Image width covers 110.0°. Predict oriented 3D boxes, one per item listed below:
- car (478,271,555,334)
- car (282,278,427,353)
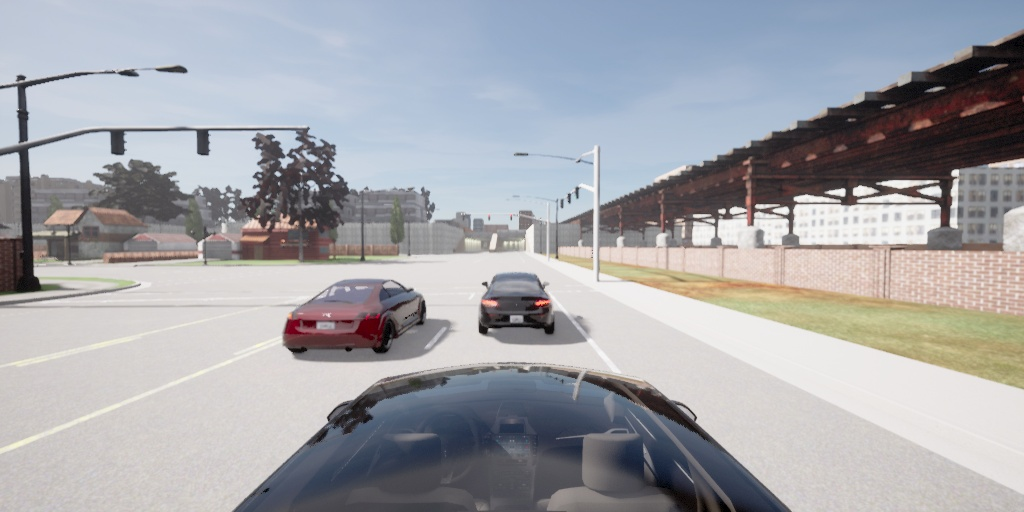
[{"bbox_3d":[0.105,1.151,10.012,1.812,1.442,4.674,0,1,0],"label":"car"},{"bbox_3d":[-3.397,1.211,8.550,1.994,1.385,4.181,0,1,0],"label":"car"}]
